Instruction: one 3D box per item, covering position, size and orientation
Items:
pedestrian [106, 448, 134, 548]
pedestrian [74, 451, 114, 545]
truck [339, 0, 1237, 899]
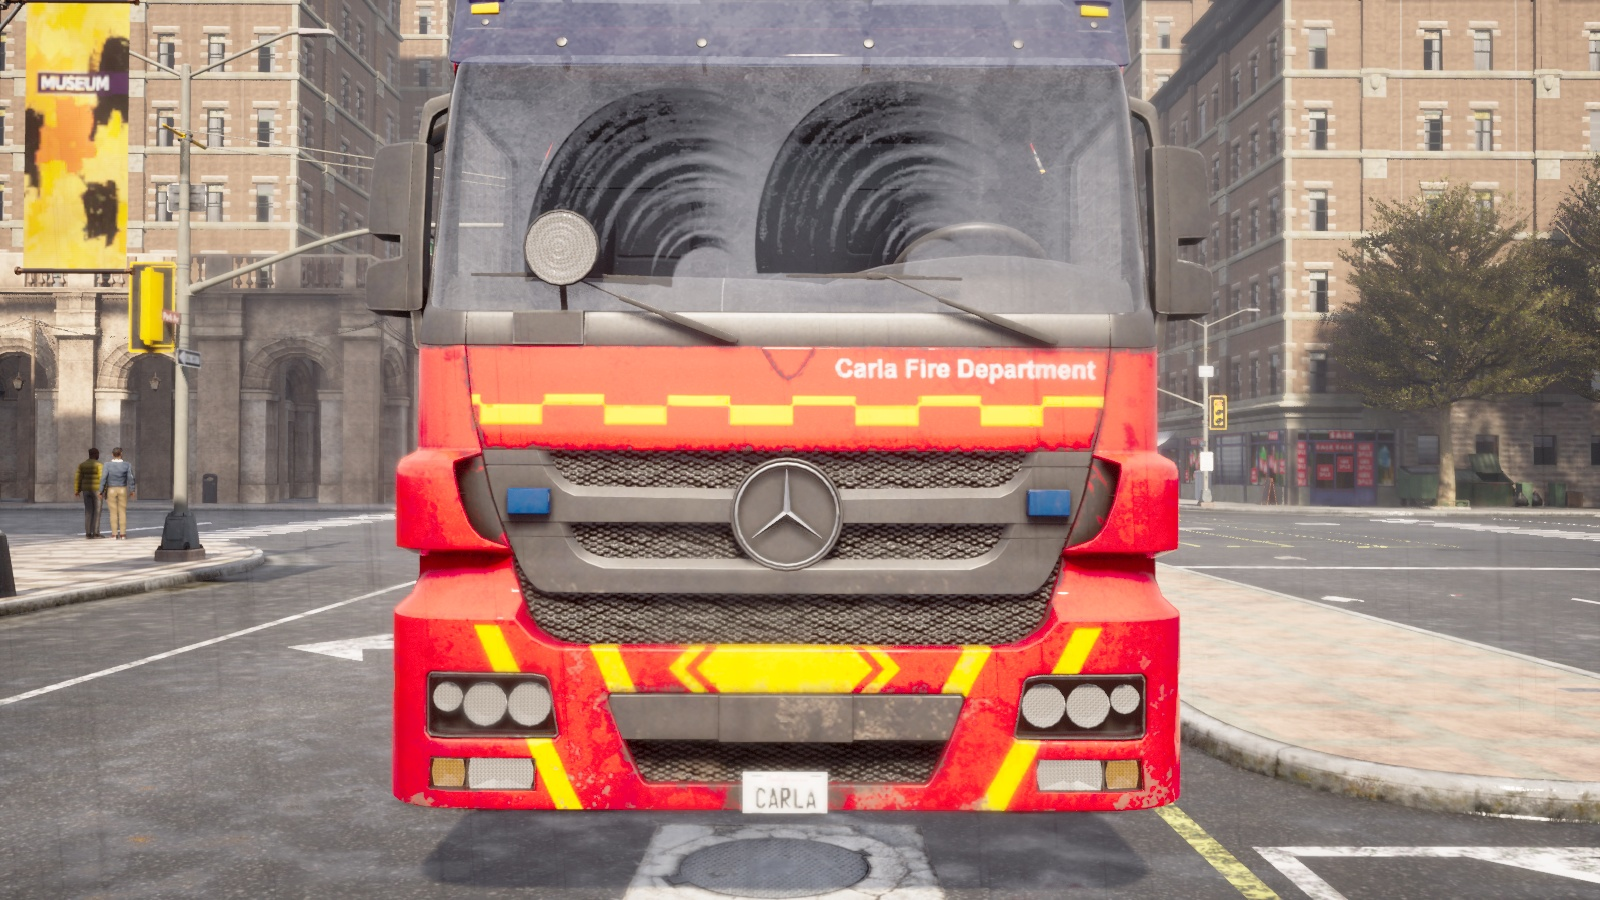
[{"bbox_3d":[-13.447,0.941,24.820,0.423,1.949,0.788,0,-1,-32],"label":"pedestrian"},{"bbox_3d":[-14.035,0.946,24.985,0.370,1.835,0.726,0,-1,0],"label":"pedestrian"},{"bbox_3d":[-0.054,-0.211,8.305,2.891,3.827,8.468,0,-1,0],"label":"truck"}]
